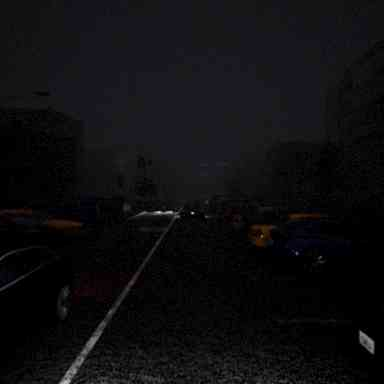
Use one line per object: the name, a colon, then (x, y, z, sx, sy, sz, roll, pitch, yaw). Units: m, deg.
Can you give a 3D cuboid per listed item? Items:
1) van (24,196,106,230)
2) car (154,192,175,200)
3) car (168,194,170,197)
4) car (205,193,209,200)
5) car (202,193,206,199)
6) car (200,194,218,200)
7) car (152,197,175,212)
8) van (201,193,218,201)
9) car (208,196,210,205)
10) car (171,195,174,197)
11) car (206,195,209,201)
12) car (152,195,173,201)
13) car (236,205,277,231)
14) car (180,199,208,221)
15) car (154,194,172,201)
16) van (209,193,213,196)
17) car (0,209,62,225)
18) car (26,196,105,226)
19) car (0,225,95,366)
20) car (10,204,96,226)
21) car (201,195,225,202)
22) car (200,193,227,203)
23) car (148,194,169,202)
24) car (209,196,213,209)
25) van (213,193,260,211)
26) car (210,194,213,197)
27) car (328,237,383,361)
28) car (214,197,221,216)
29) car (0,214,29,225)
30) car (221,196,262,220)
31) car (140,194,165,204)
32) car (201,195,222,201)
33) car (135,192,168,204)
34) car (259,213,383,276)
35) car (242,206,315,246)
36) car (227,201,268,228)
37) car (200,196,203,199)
van: (-7.795, 1.253, 20.739, 4.442, 1.987, 1.878, 0, 0, 0)
car: (-7.646, 1.148, 93.399, 5.566, 2.045, 2.435, 0, 1, 0)
car: (-7.672, 1.515, 69.994, 4.674, 1.452, 2.002, 0, 0, 0)
car: (4.622, 1.351, 48.954, 4.553, 1.767, 2.185, 0, 0, 0)
car: (4.681, 1.226, 51.749, 5.566, 2.045, 2.435, 0, 0, 0)
car: (4.650, 1.442, 90.871, 4.892, 1.521, 2.231, 0, 1, 0)
car: (-3.065, 1.562, 38.660, 1.994, 1.385, 4.181, 0, 0, 0)
van: (4.539, 1.243, 88.062, 4.442, 1.987, 1.878, 0, 0, 0)
car: (4.651, 1.518, 40.573, 4.674, 1.452, 2.002, 0, 0, 0)
car: (-7.860, 1.471, 81.746, 5.366, 1.575, 1.946, 0, 0, 0)
car: (4.681, 1.507, 46.163, 4.792, 1.488, 2.163, 0, 0, 0)
car: (-7.489, 1.471, 84.686, 5.366, 1.575, 1.946, 0, 0, 0)
car: (4.680, 1.509, 15.431, 4.792, 1.488, 2.163, 0, 0, 0)
car: (0.065, 1.563, 27.148, 1.994, 1.385, 4.181, 0, 0, 0)
car: (-7.644, 1.344, 87.628, 4.553, 1.767, 2.185, 0, 0, 0)
van: (4.770, 1.252, 43.367, 4.442, 1.987, 1.878, 0, 0, 0)
car: (-7.676, 1.519, 12.366, 4.674, 1.452, 2.002, 0, 0, 0)
car: (-7.707, 1.227, 17.948, 5.566, 2.045, 2.435, 0, 0, 0)
car: (-3.095, 1.491, 4.370, 2.128, 1.511, 4.902, 0, 0, 0)
car: (-7.493, 1.476, 15.282, 5.366, 1.575, 1.946, 0, 0, 0)
car: (4.649, 1.475, 74.098, 5.008, 1.535, 2.097, 0, 0, 0)
car: (4.626, 1.224, 71.303, 5.566, 2.045, 2.435, 0, 0, 0)
car: (-7.706, 1.349, 75.871, 4.553, 1.767, 2.185, 0, 0, 0)
car: (4.647, 1.478, 35.111, 5.008, 1.535, 2.097, 0, 0, 0)
van: (4.536, 1.252, 32.192, 4.442, 1.987, 1.878, 0, 0, 0)
car: (4.683, 1.352, 37.781, 4.553, 1.767, 2.185, 0, 0, 0)
car: (4.622, 1.510, 4.256, 4.792, 1.488, 2.163, 0, 0, 0)
car: (4.658, 1.479, 29.399, 4.892, 1.521, 2.231, 0, 0, 0)
car: (-7.676, 1.519, 9.699, 4.674, 1.452, 2.002, 0, 0, 0)
car: (4.620, 1.353, 23.813, 4.553, 1.767, 2.185, 0, 0, 0)
car: (-7.644, 1.350, 63.992, 4.553, 1.767, 2.185, 0, 0, 0)
car: (4.649, 1.476, 79.809, 4.892, 1.521, 2.231, 0, 0, 0)
car: (-7.704, 1.225, 61.179, 5.566, 2.045, 2.435, 0, 0, 0)
car: (4.681, 1.509, 9.843, 4.792, 1.488, 2.163, 0, 0, 0)
car: (4.837, 1.476, 12.637, 5.366, 1.575, 1.946, 0, 0, 0)
car: (4.837, 1.476, 18.224, 5.366, 1.575, 1.946, 0, 0, 0)
car: (0.091, 1.561, 42.966, 1.994, 1.385, 4.181, 0, 0, 0)
